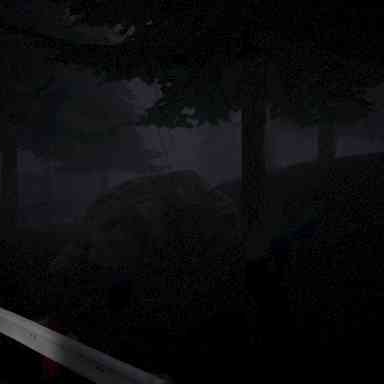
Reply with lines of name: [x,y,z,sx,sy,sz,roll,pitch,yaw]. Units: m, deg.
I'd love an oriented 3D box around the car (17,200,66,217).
car: [-13.093,1.486,27.979,1.837,1.490,4.892,0,1,36]
